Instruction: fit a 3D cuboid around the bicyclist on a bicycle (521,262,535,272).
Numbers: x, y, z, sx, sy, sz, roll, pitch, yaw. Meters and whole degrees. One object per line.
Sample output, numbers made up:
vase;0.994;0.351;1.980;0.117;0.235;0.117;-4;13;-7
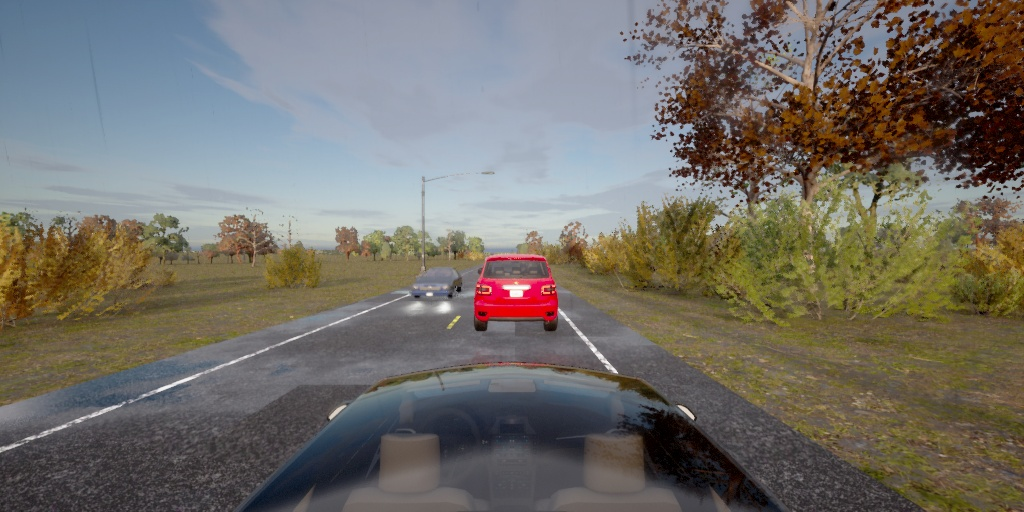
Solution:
bicyclist on a bicycle;0.945;1.114;18.772;0.659;1.776;1.843;0;0;0

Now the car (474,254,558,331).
car;0.093;0.968;11.066;2.150;2.045;5.566;0;0;0

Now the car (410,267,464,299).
car;-3.613;1.291;18.341;2.033;1.411;5.357;0;0;0
